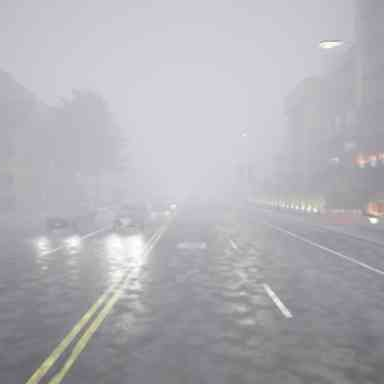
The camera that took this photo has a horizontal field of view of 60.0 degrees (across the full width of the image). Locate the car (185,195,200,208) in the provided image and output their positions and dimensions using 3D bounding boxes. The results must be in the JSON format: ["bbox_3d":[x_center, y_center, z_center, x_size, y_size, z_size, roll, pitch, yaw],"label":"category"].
[{"bbox_3d":[0.054,1.267,46.640,2.097,1.767,4.553,0,0,0],"label":"car"}]

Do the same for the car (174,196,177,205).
[{"bbox_3d":[-3.592,1.387,57.373,2.128,1.511,4.902,0,0,0],"label":"car"}]

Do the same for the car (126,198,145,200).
[{"bbox_3d":[-7.120,1.492,39.009,1.994,1.385,4.181,0,0,0],"label":"car"}]

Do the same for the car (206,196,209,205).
[{"bbox_3d":[3.456,1.374,56.448,1.882,1.535,5.008,0,0,0],"label":"car"}]

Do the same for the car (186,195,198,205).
[{"bbox_3d":[-0.044,1.374,56.568,1.882,1.535,5.008,0,0,0],"label":"car"}]

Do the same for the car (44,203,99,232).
[{"bbox_3d":[-7.115,1.441,20.098,1.882,1.535,5.008,0,0,0],"label":"car"}]

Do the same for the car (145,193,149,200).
[{"bbox_3d":[-7.094,1.387,57.159,2.128,1.511,4.902,0,0,0],"label":"car"}]

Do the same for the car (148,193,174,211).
[{"bbox_3d":[-3.619,1.280,39.374,2.097,1.767,4.553,0,0,0],"label":"car"}]

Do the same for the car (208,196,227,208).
[{"bbox_3d":[3.555,1.443,45.214,1.812,1.442,4.674,0,0,0],"label":"car"}]

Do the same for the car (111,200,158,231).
[{"bbox_3d":[-3.614,1.454,20.561,2.128,1.511,4.902,0,0,0],"label":"car"}]
